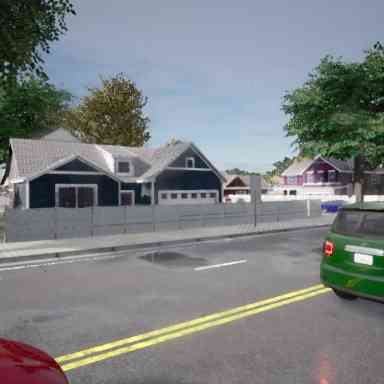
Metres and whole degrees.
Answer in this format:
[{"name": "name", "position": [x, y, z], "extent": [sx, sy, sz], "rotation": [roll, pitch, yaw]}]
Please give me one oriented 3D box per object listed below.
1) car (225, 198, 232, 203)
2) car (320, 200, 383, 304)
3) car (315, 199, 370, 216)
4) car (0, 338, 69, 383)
[{"name": "car", "position": [6.017, 1.559, 46.737], "extent": [1.882, 1.535, 5.008], "rotation": [-1, 0, -30]}, {"name": "car", "position": [5.067, 1.207, 7.098], "extent": [5.566, 2.045, 2.150], "rotation": [0, 0, -35]}, {"name": "car", "position": [14.820, 1.501, 33.049], "extent": [1.812, 1.442, 4.674], "rotation": [-1, 0, -34]}, {"name": "car", "position": [-3.054, 1.477, 1.263], "extent": [5.008, 1.535, 1.882], "rotation": [0, 0, -35]}]
